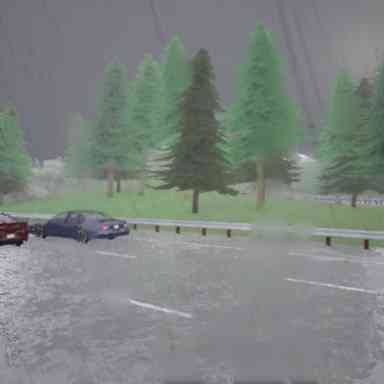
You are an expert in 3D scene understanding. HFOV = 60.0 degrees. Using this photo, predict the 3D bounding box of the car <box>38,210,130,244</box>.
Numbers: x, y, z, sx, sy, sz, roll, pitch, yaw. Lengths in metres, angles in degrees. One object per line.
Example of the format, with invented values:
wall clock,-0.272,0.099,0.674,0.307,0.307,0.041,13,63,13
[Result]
car,-5.446,1.577,15.833,5.357,1.411,2.033,0,0,32

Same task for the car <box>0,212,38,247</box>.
car,-8.919,1.520,13.838,5.008,1.535,1.882,0,0,32
